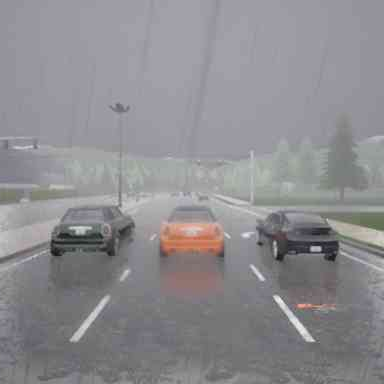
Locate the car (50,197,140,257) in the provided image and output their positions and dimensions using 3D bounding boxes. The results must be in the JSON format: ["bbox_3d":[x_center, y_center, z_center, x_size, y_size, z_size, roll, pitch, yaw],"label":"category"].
[{"bbox_3d":[-3.495,1.238,12.552,2.097,1.767,4.553,0,1,0],"label":"car"}]

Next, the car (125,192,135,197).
[{"bbox_3d":[-16.314,0.741,87.907,1.994,1.385,4.181,0,1,0],"label":"car"}]

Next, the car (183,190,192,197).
[{"bbox_3d":[-1.316,0.371,92.452,2.150,2.045,5.566,0,1,0],"label":"car"}]

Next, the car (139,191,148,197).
[{"bbox_3d":[-12.814,0.543,87.937,2.097,1.767,4.553,0,1,0],"label":"car"}]

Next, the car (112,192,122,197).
[{"bbox_3d":[-19.814,0.714,87.906,2.128,1.511,4.902,0,1,0],"label":"car"}]

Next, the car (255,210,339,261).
[{"bbox_3d":[3.504,1.391,11.834,1.837,1.490,4.892,0,-1,0],"label":"car"}]

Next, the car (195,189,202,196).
[{"bbox_3d":[2.184,0.667,92.790,1.812,1.442,4.674,0,1,0],"label":"car"}]

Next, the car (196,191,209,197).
[{"bbox_3d":[2.195,0.960,61.413,1.812,1.442,4.674,0,1,0],"label":"car"}]

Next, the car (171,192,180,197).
[{"bbox_3d":[-4.816,0.642,92.718,1.837,1.490,4.892,0,1,0],"label":"car"}]

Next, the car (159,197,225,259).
[{"bbox_3d":[0.005,1.241,12.311,2.097,1.767,4.553,0,1,0],"label":"car"}]
